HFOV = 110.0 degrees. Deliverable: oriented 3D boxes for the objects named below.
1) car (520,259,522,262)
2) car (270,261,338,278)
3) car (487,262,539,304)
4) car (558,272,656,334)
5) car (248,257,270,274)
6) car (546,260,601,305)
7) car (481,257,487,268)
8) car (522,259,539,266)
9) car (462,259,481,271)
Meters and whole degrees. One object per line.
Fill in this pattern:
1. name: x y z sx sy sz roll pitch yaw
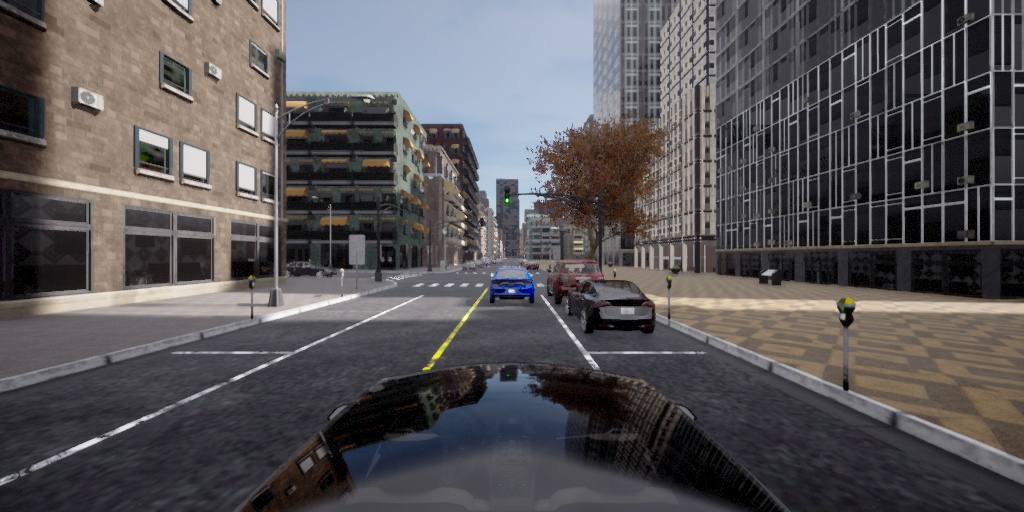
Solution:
1. car: 2.691 1.305 59.573 1.751 1.417 4.829 0 0 0
2. car: -16.434 1.094 28.922 4.403 1.370 2.007 0 0 -1
3. car: 0.000 1.237 16.500 1.882 1.535 5.008 0 0 0
4. car: 2.692 1.316 10.427 1.948 1.339 4.313 0 0 0
5. car: -21.832 0.991 28.867 4.829 1.417 1.751 0 0 -1
6. car: 2.692 1.065 15.950 2.192 1.841 5.009 0 0 0
7. car: -5.689 1.330 59.404 2.007 1.370 4.403 0 0 0
8. car: 2.692 1.312 48.338 1.888 1.381 4.507 0 0 0
9. car: -5.689 1.318 48.338 2.007 1.370 4.403 0 0 0
